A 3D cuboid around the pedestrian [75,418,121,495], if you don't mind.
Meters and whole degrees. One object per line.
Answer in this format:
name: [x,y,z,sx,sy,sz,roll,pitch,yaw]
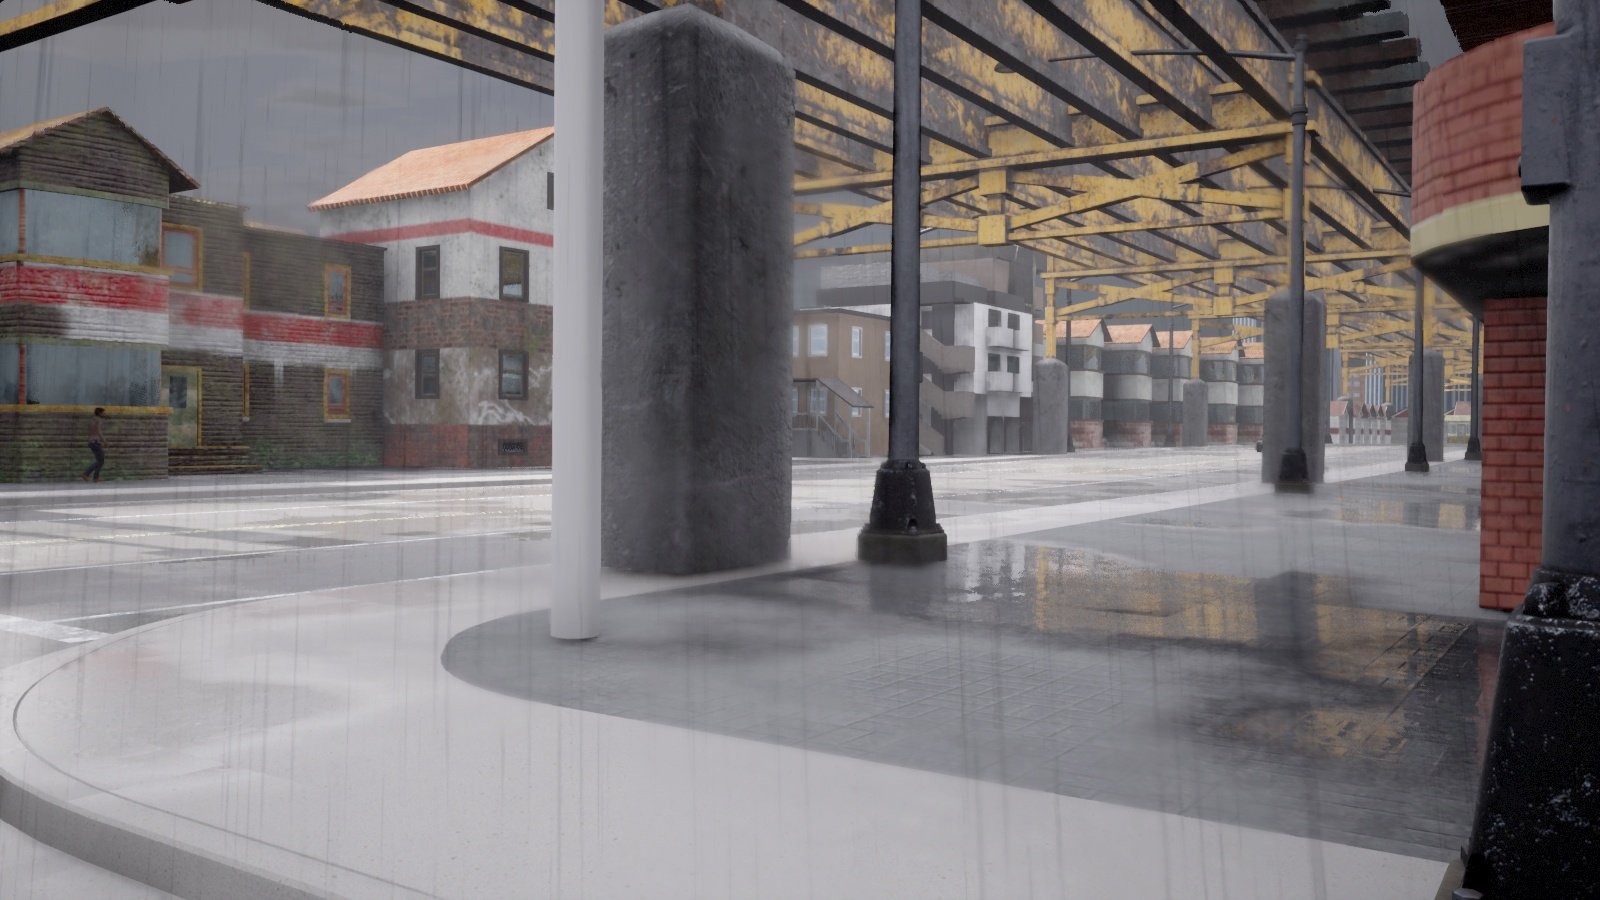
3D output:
pedestrian: [-16.653,0.140,29.800,0.328,1.805,0.869,0,1,41]
